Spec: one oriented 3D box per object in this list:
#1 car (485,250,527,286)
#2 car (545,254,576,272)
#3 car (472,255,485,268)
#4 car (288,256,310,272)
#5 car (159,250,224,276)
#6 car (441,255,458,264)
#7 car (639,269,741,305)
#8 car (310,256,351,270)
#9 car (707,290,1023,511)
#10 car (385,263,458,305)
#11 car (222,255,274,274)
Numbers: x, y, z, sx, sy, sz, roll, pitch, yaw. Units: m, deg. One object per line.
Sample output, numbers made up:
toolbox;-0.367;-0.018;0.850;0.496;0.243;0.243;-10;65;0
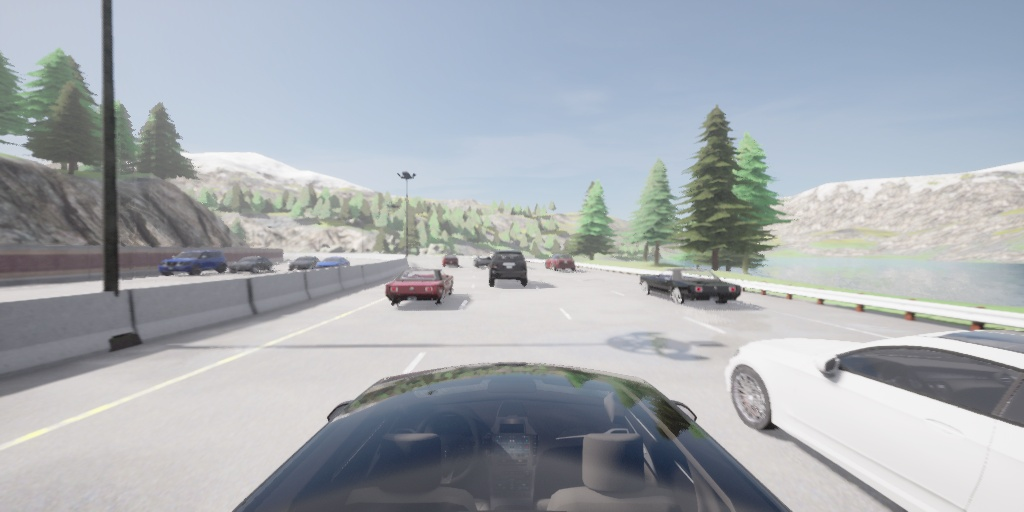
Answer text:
car;-0.384;0.666;22.287;2.150;2.045;5.566;0;1;-5
car;4.743;0.589;36.034;2.097;1.767;4.553;0;1;-9
car;-3.533;0.637;42.226;2.128;1.511;4.902;0;1;-13
car;-20.260;0.755;35.351;1.837;1.490;4.892;0;0;-11
car;-26.385;0.550;29.972;2.150;2.045;5.566;0;1;-9
car;-8.019;0.568;45.932;1.882;1.535;5.008;0;1;-14
car;6.944;1.157;14.677;1.895;1.301;4.718;0;1;-2
car;-16.231;0.764;32.757;1.882;1.535;5.008;0;1;-10
car;3.599;1.263;2.547;1.812;1.442;4.674;0;1;0
car;-3.555;1.158;14.670;1.895;1.301;4.718;0;1;-2
car;-23.234;0.802;32.165;1.837;1.490;4.892;0;1;-10
